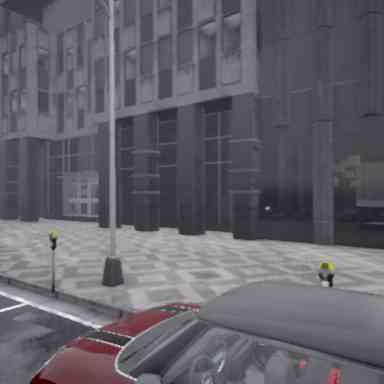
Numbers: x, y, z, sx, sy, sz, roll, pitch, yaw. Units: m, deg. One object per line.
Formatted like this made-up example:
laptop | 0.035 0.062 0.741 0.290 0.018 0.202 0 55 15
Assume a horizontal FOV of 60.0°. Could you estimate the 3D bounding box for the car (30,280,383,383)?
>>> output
car | 0.537 1.447 2.464 4.097 1.590 1.967 -1 0 36
